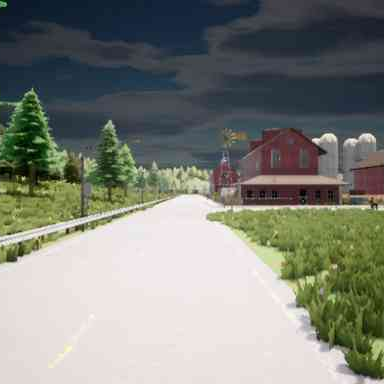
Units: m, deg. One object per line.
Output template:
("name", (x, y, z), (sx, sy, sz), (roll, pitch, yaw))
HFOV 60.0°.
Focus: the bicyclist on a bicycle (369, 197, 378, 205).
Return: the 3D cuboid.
("bicyclist on a bicycle", (18.255, 1.354, 33.523), (0.582, 1.620, 1.656), (0, 3, 0))
